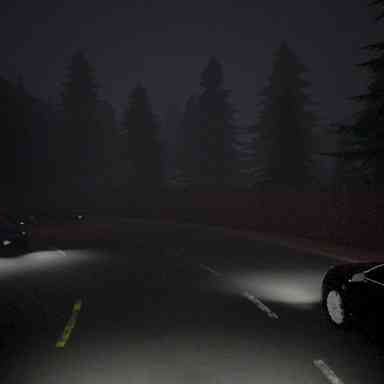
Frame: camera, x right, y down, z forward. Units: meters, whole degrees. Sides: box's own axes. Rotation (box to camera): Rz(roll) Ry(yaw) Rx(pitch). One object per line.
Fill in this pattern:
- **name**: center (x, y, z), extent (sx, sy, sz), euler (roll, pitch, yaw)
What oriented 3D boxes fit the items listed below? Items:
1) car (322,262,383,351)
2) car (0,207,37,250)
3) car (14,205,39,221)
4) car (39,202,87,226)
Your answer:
- **car**: center (3.323, 1.490, 3.994), extent (1.837, 1.490, 4.892), euler (0, 0, -4)
- **car**: center (-8.154, 1.477, 13.120), extent (4.674, 1.442, 1.812), euler (0, 0, 42)
- **car**: center (-11.816, 1.526, 20.039), extent (4.718, 1.301, 1.895), euler (0, 0, 25)
- **car**: center (-9.413, 1.407, 22.619), extent (4.902, 1.511, 2.128), euler (0, 0, 27)
